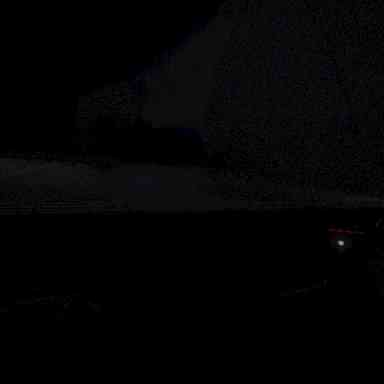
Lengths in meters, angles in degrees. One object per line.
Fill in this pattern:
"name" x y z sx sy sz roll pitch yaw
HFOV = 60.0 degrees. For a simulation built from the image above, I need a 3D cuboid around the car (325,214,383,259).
"car" 7.364 1.654 13.384 4.902 1.511 2.128 1 0 -35
